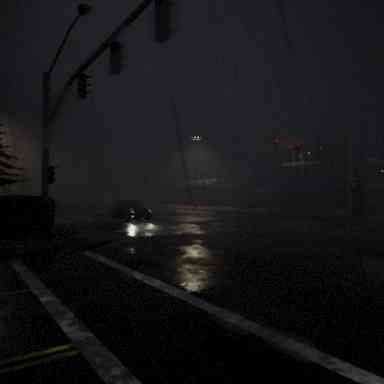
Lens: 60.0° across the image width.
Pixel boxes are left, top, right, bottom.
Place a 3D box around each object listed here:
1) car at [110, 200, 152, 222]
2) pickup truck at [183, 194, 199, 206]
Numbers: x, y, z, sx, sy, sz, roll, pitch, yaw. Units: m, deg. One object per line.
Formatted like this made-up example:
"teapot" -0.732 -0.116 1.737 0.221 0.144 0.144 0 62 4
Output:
"car" -5.184 1.492 28.128 2.097 1.767 4.553 1 -1 -36
"pickup truck" -0.271 1.481 61.455 2.390 2.098 6.274 1 0 -6
